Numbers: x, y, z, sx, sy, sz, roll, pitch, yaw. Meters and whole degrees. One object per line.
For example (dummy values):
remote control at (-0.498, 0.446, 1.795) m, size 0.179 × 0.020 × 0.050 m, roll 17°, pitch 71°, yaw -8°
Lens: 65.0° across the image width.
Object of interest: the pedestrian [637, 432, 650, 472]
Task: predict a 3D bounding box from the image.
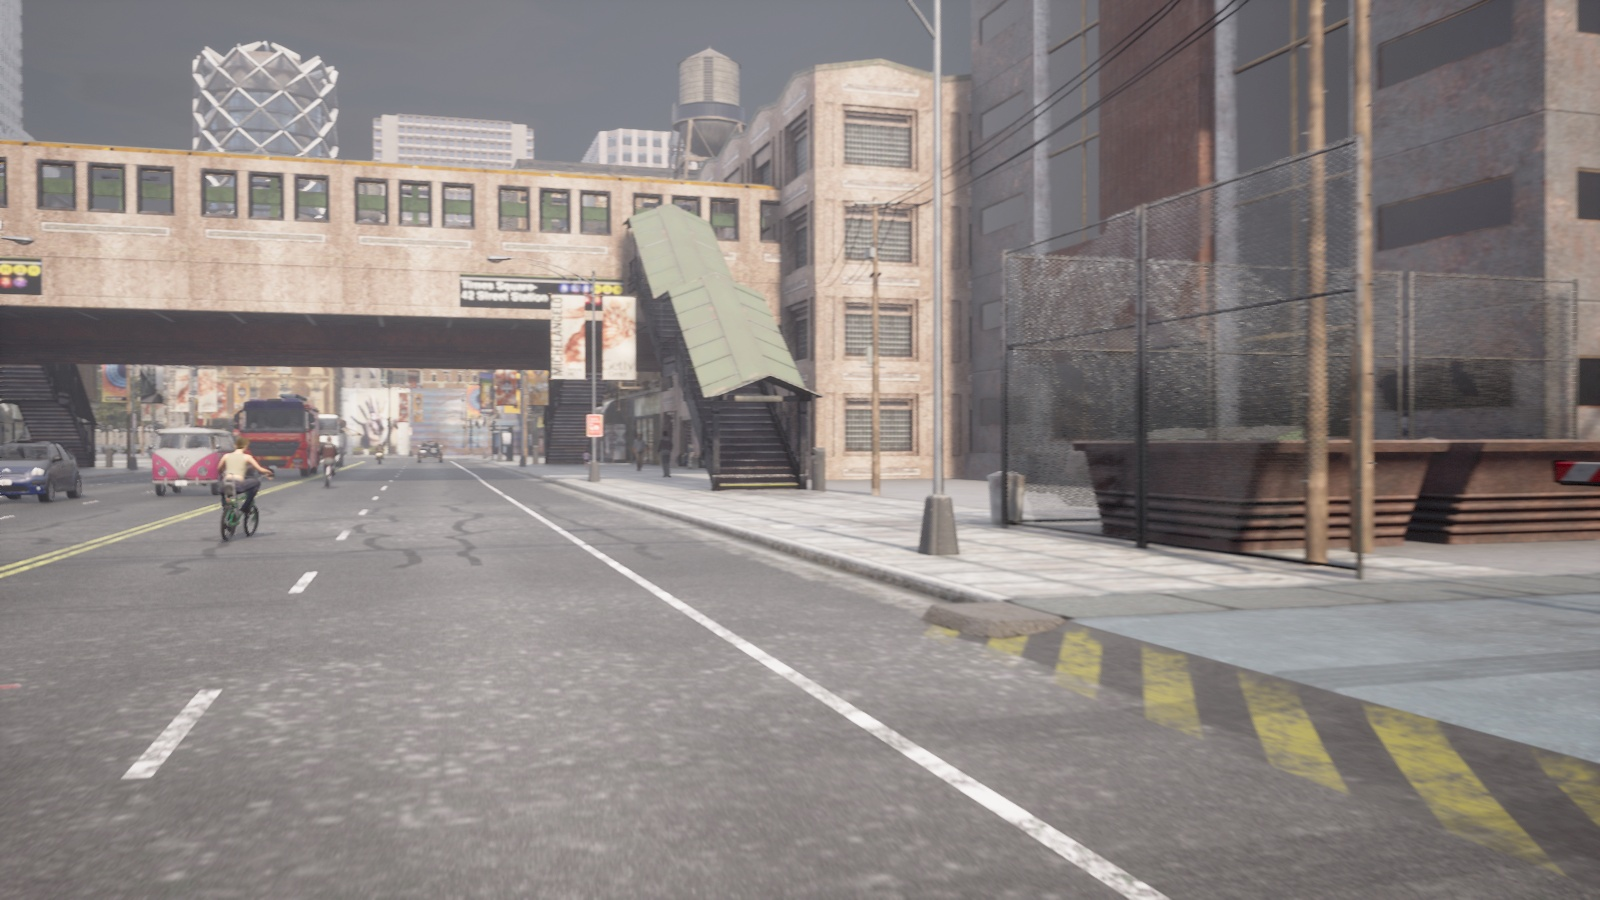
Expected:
pedestrian at (-7.309, 0.085, 58.537) m, size 0.540 × 1.848 × 0.694 m, roll 0°, pitch 0°, yaw -12°

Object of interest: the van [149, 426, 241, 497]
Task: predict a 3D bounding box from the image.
van at (-17.938, 0.316, 37.414) m, size 1.775 × 1.987 × 4.442 m, roll 0°, pitch 0°, yaw -17°

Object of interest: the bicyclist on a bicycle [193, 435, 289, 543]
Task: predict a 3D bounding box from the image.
bicyclist on a bicycle at (-8.746, 0.586, 19.714) m, size 0.866 × 1.612 × 1.509 m, roll 2°, pitch 0°, yaw -4°

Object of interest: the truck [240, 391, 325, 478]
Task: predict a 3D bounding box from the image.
truck at (-24.424, -0.717, 59.604) m, size 2.891 × 3.827 × 8.468 m, roll 0°, pitch 0°, yaw -17°

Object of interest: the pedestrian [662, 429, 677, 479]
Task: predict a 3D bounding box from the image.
pedestrian at (-5.062, 0.138, 48.559) m, size 0.402 × 1.930 × 0.666 m, roll 0°, pitch 0°, yaw -21°

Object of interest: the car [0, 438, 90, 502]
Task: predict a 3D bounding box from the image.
car at (-20.339, 0.488, 33.218) m, size 1.851 × 1.617 × 3.988 m, roll 0°, pitch 0°, yaw -17°

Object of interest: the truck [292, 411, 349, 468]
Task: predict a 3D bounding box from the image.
truck at (-30.751, -0.644, 80.802) m, size 2.891 × 3.462 × 7.936 m, roll 0°, pitch 0°, yaw -17°
